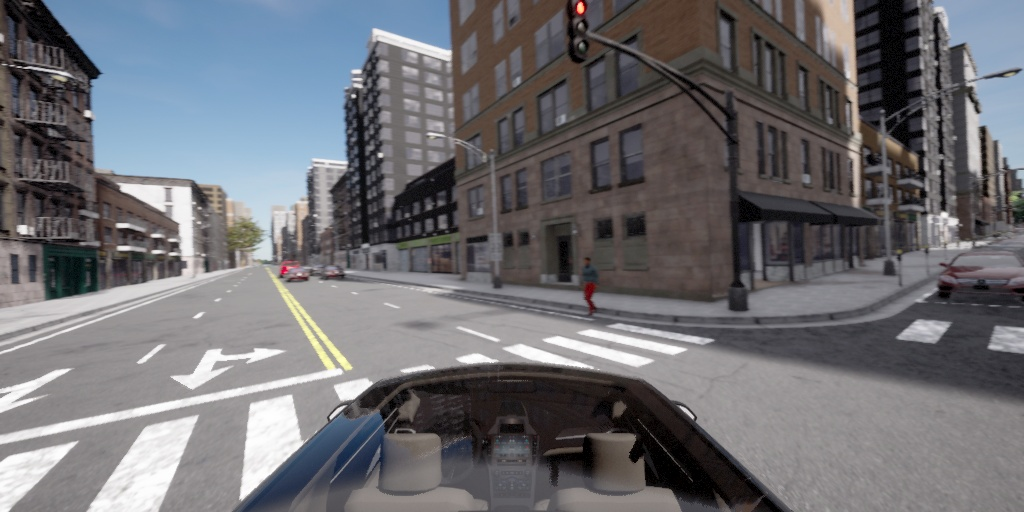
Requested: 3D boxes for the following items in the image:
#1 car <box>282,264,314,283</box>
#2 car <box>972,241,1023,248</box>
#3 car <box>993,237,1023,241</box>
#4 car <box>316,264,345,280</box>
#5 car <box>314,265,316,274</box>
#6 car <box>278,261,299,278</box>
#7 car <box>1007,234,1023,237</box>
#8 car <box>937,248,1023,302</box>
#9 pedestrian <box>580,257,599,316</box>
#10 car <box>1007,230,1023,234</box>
[{"bbox_3d":[-21.685,1.854,36.246,2.033,1.411,5.357,-3,1,-34],"label":"car"},{"bbox_3d":[18.989,0.244,13.997,4.313,1.339,1.948,0,0,-34],"label":"car"},{"bbox_3d":[23.548,-0.031,17.115,4.403,1.370,2.007,0,0,-34],"label":"car"},{"bbox_3d":[-19.143,1.738,38.258,2.033,1.411,5.357,-3,1,-35],"label":"car"},{"bbox_3d":[-26.130,1.874,48.323,2.128,1.511,4.902,-3,1,-34],"label":"car"},{"bbox_3d":[-28.382,1.713,45.841,2.150,2.045,5.566,-3,1,-34],"label":"car"},{"bbox_3d":[28.106,-0.296,20.234,4.507,1.381,1.888,0,0,-34],"label":"car"},{"bbox_3d":[14.431,0.519,10.878,4.207,1.307,1.802,0,0,-34],"label":"car"},{"bbox_3d":[2.321,0.847,10.739,0.375,1.860,0.375,-2,0,-35],"label":"pedestrian"},{"bbox_3d":[41.641,-1.095,29.496,4.829,1.417,1.751,0,0,-34],"label":"car"}]
